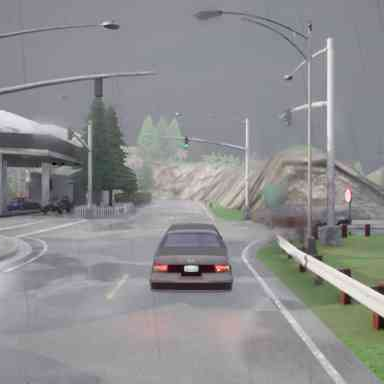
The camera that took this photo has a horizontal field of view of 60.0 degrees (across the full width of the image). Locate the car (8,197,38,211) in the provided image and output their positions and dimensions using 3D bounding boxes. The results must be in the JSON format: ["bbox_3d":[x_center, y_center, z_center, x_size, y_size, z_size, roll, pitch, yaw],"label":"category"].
[{"bbox_3d":[-20.266,1.474,40.250,2.242,1.667,4.611,0,0,-1],"label":"car"}]

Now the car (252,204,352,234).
[{"bbox_3d":[5.746,1.364,18.014,2.033,1.411,5.357,-1,0,-38],"label":"car"}]

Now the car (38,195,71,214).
[{"bbox_3d":[-14.555,1.307,35.977,1.905,1.878,3.866,0,0,-1],"label":"car"}]

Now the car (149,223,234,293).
[{"bbox_3d":[0.014,1.546,9.012,2.033,1.411,5.357,0,0,1],"label":"car"}]
